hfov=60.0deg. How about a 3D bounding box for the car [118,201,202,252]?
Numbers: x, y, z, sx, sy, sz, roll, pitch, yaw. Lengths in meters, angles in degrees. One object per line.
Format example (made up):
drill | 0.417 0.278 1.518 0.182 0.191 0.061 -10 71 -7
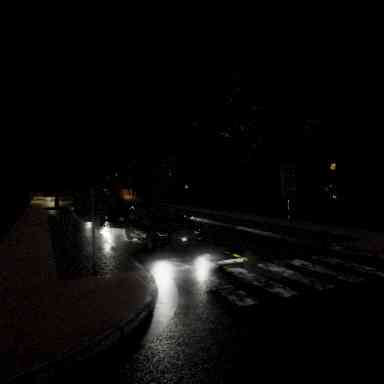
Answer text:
car | -1.321 1.304 13.333 1.837 1.490 4.892 -2 2 -26

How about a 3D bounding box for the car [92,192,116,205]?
car | -11.294 0.776 42.457 2.033 1.411 5.357 -2 2 -25

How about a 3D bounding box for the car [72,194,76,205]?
car | -13.206 0.890 39.607 2.033 1.411 5.357 -2 2 -24

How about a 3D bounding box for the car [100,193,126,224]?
car | -5.138 1.003 21.667 2.097 1.767 4.553 -2 2 -24
